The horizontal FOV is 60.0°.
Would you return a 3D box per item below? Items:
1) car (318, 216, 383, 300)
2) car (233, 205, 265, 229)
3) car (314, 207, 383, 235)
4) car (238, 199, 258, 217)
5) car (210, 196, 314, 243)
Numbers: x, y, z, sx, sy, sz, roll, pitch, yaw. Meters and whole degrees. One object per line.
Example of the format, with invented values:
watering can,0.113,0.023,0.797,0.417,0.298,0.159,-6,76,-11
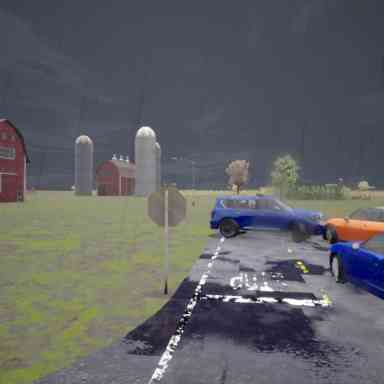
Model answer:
car,4.488,1.480,6.551,1.882,1.535,5.008,0,0,-2
car,3.849,1.601,22.696,1.895,1.301,4.718,0,0,9
car,7.255,1.366,13.157,2.097,1.767,4.553,0,0,-15
car,5.504,1.502,33.003,1.837,1.490,4.892,0,0,9
car,3.600,1.218,16.350,5.566,2.045,2.150,0,0,26
